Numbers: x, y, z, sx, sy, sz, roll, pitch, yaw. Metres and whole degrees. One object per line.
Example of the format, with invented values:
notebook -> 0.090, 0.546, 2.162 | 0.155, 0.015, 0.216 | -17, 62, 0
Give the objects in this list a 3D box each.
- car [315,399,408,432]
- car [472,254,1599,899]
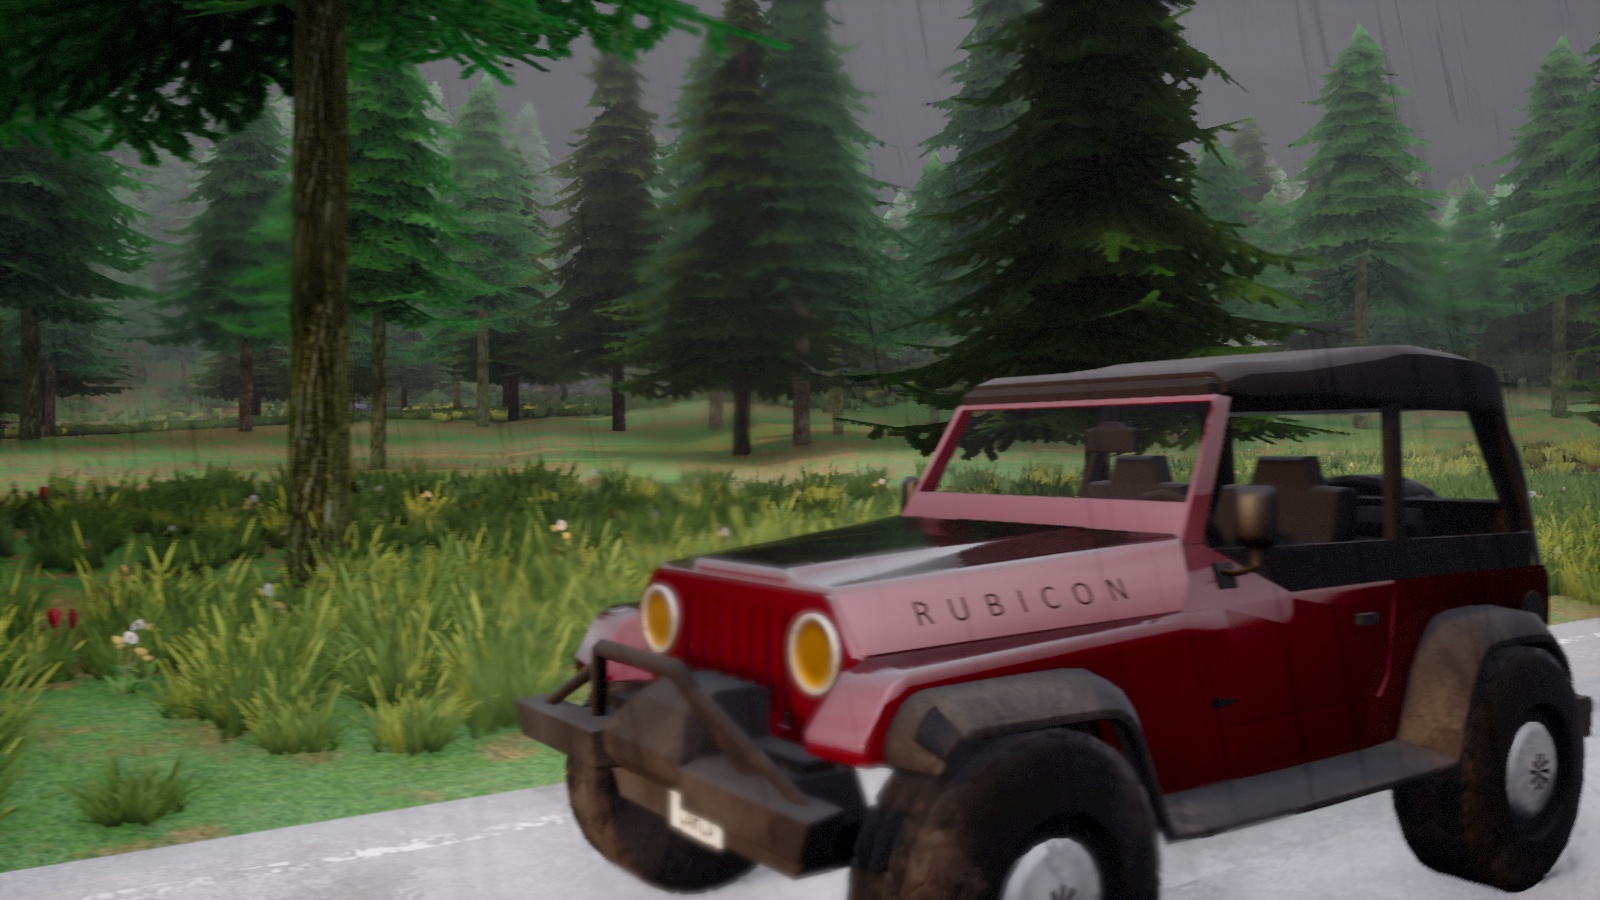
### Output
car -> -26.406, -2.075, 75.745 | 4.892, 1.490, 1.837 | -5, 0, -6
car -> 1.067, 0.549, 4.402 | 3.866, 1.878, 1.905 | 0, 0, -35
